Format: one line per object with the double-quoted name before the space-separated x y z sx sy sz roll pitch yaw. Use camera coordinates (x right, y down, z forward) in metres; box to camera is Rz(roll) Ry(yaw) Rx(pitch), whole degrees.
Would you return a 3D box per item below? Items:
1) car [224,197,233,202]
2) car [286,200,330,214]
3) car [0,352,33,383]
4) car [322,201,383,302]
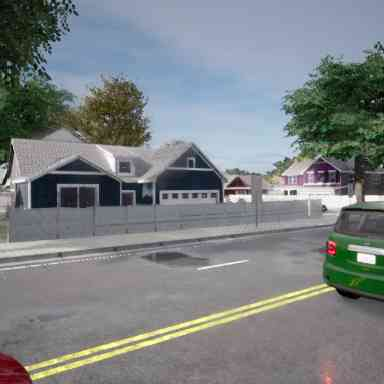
"car" 4.484 1.459 49.562 2.097 1.767 4.553 -1 0 -30
"car" 12.646 1.574 36.443 1.994 1.385 4.181 -1 0 -34
"car" -3.244 1.476 1.128 5.008 1.535 1.882 0 0 -35
"car" 5.144 1.209 7.149 5.566 2.045 2.150 0 0 -35
